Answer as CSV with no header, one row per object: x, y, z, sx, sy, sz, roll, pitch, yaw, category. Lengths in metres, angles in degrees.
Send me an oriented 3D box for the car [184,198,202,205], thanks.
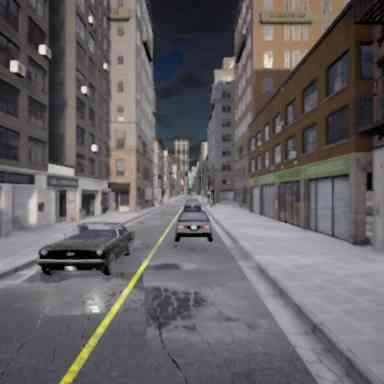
0.066,1.589,39.939,2.097,1.767,4.553,0,0,0,car

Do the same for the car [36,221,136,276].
-3.110,1.663,10.737,1.895,1.301,4.718,0,0,0,car

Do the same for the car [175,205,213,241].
0.085,1.649,17.407,2.033,1.411,5.357,0,0,0,car
